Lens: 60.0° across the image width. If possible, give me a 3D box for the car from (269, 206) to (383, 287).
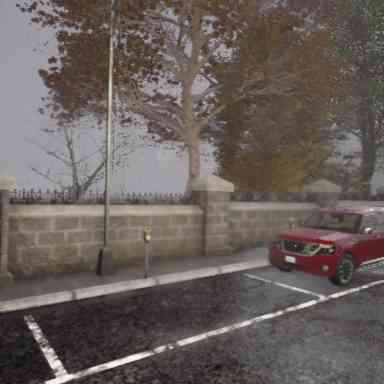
[{"bbox_3d":[4.512,1.380,9.754,5.009,1.841,2.192,0,1,-35],"label":"car"}]
